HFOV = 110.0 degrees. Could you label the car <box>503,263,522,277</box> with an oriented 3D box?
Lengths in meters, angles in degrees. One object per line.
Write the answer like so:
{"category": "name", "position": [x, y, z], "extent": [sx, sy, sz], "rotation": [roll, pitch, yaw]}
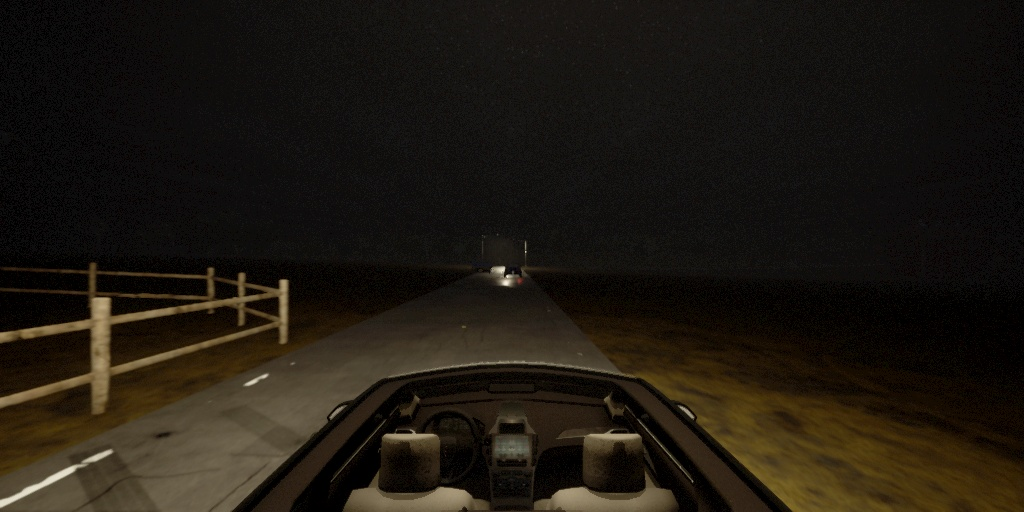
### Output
{"category": "car", "position": [0.104, 1.472, 38.644], "extent": [1.812, 1.442, 4.674], "rotation": [0, -1, 0]}

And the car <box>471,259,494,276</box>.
{"category": "car", "position": [-2.747, 0.999, 33.863], "extent": [1.882, 1.535, 5.008], "rotation": [0, 0, 0]}
